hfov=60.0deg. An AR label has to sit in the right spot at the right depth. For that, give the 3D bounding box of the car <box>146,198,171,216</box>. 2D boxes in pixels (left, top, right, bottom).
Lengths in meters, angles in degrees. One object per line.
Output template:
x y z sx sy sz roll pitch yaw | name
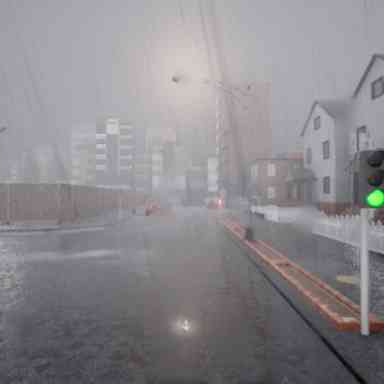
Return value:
-4.085 1.704 39.407 2.150 2.045 5.566 0 -1 0 | car
